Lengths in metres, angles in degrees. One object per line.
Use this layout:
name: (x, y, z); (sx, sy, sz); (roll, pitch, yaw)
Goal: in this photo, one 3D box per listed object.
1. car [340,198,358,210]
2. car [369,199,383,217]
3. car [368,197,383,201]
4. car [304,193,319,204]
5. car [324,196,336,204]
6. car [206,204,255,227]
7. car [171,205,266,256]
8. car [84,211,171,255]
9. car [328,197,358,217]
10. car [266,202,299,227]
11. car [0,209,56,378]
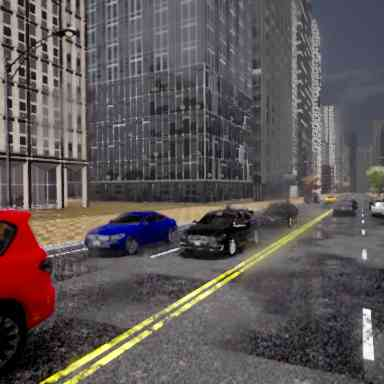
car: (20.565, 1.506, 43.467); (1.994, 1.385, 4.181); (0, 0, 28)
car: (17.430, 1.558, 30.335); (1.895, 1.301, 4.718); (0, 0, 28)
car: (23.761, 1.433, 42.658); (2.128, 1.511, 4.902); (0, 0, 28)
car: (21.790, 1.144, 60.459); (2.150, 2.045, 5.566); (0, 0, 28)
car: (24.706, 1.401, 59.037); (1.882, 1.535, 5.008); (0, 0, 28)
car: (2.843, 1.574, 23.450); (1.895, 1.301, 4.718); (0, 0, 27)
car: (1.293, 1.491, 13.284); (1.837, 1.490, 4.892); (0, 0, 27)
car: (-2.227, 1.512, 13.543); (1.812, 1.442, 4.674); (0, 0, 27)
car: (14.388, 1.506, 31.335); (2.033, 1.411, 5.357); (0, 0, 28)
car: (6.036, 1.477, 22.550); (1.837, 1.490, 4.892); (0, 0, 27)
car: (-3.942, 1.224, 3.000); (2.150, 2.045, 5.566); (0, 0, 26)
